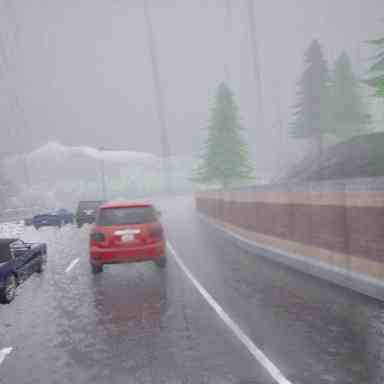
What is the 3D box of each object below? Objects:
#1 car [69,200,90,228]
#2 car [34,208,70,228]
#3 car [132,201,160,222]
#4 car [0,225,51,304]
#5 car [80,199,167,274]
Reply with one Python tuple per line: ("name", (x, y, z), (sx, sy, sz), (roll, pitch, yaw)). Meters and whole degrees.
("car", (-7.343, 1.584, 25.784), (2.150, 2.045, 5.566), (-3, 0, -4))
("car", (-10.844, 2.011, 26.589), (1.882, 1.535, 5.008), (-3, 0, -3))
("car", (-3.993, 1.678, 29.660), (1.882, 1.535, 5.008), (-3, 0, -2))
("car", (-5.153, 1.853, 8.526), (1.895, 1.301, 4.718), (-3, 0, -11))
("car", (-2.159, 1.328, 11.402), (2.150, 2.045, 5.566), (-3, 0, -10))
